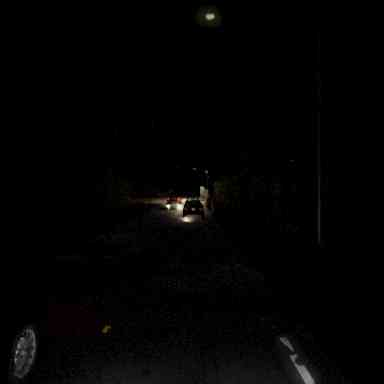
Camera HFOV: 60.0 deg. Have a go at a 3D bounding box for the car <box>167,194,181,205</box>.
[{"bbox_3d":[-2.718,1.028,51.614,2.097,1.767,4.553,0,1,0],"label":"car"}]

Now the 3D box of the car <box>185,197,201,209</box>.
[{"bbox_3d":[0.104,1.350,40.935,1.895,1.301,4.718,0,0,0],"label":"car"}]

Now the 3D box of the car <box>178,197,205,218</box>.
[{"bbox_3d":[0.112,1.377,28.441,2.033,1.411,5.357,0,0,0],"label":"car"}]

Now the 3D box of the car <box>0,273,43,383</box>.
[{"bbox_3d":[-2.850,1.511,2.613,1.812,1.442,4.674,0,0,0],"label":"car"}]
